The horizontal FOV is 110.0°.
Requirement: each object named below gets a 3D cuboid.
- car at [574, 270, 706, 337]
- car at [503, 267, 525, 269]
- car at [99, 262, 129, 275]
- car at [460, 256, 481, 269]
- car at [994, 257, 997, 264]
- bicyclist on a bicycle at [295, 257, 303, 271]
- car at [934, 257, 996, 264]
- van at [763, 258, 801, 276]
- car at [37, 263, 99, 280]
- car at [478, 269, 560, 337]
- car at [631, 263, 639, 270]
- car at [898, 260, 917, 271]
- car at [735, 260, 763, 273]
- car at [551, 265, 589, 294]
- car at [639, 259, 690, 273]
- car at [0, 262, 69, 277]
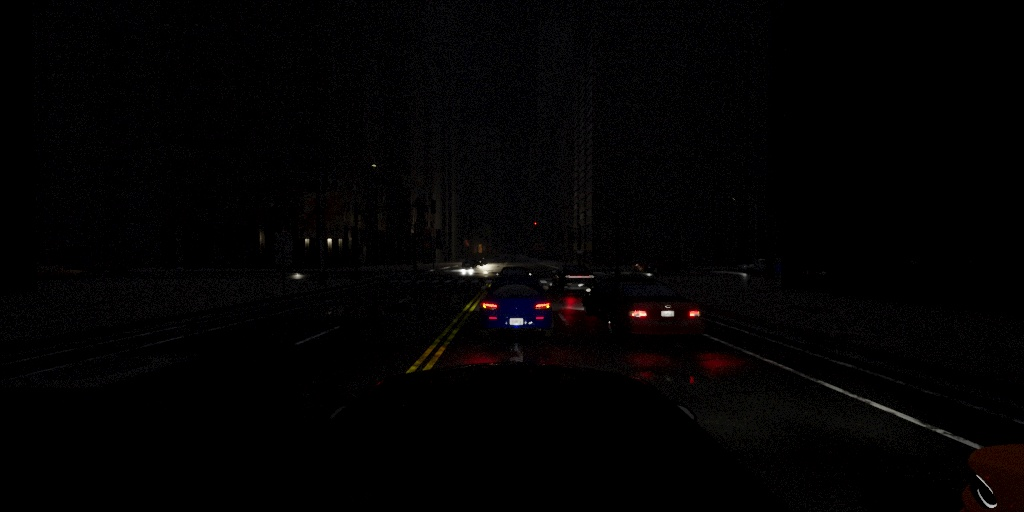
[{"bbox_3d":[3.353,1.293,10.268,2.033,1.411,5.357,0,0,0],"label":"car"},{"bbox_3d":[0.100,1.286,19.744,2.033,1.411,5.357,0,0,0],"label":"car"},{"bbox_3d":[-46.411,1.362,40.761,4.507,1.381,1.888,0,0,0],"label":"car"},{"bbox_3d":[-6.536,1.204,55.269,2.128,1.511,4.902,0,0,2],"label":"car"},{"bbox_3d":[49.294,1.046,35.149,5.009,1.841,2.192,0,0,0],"label":"car"},{"bbox_3d":[-25.870,1.001,43.618,0.582,1.620,1.656,0,1,0],"label":"bicyclist on a bicycle"},{"bbox_3d":[43.853,1.169,35.182,4.097,1.591,1.967,0,0,0],"label":"car"},{"bbox_3d":[27.532,1.086,35.280,3.998,1.789,1.690,0,0,0],"label":"van"},{"bbox_3d":[-40.821,1.450,32.238,4.829,1.417,1.751,0,0,0],"label":"car"},{"bbox_3d":[0.095,1.272,10.170,1.812,1.442,4.674,0,0,0],"label":"car"},{"bbox_3d":[16.700,1.071,43.871,4.097,1.591,1.967,0,0,0],"label":"car"},{"bbox_3d":[46.277,1.151,40.971,4.892,1.490,1.837,1,1,1],"label":"car"},{"bbox_3d":[28.212,1.183,41.111,4.674,1.442,1.812,0,1,0],"label":"car"},{"bbox_3d":[3.351,1.230,20.016,2.128,1.511,4.902,0,0,0],"label":"car"},{"bbox_3d":[17.729,1.147,41.190,5.008,1.535,1.882,0,1,0],"label":"car"},{"bbox_3d":[-50.892,1.423,37.988,5.357,1.411,2.033,0,1,0],"label":"car"}]
